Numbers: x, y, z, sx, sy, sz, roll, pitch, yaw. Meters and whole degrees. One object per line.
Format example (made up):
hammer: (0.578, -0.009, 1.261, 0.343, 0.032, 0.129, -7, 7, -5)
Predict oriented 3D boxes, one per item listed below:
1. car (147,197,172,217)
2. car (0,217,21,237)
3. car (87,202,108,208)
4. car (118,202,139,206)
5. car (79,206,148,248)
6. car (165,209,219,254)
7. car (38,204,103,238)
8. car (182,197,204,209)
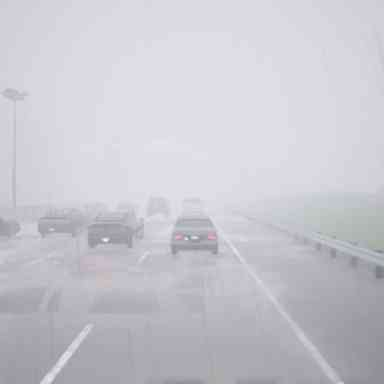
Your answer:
car: (-3.414, 1.523, 34.984, 2.150, 2.045, 5.566, 0, -1, 0)
car: (-10.406, 1.687, 15.997, 2.033, 1.411, 5.357, 0, 0, 0)
car: (-10.412, 1.805, 36.315, 2.128, 1.511, 4.902, 0, -1, 0)
car: (-6.912, 1.802, 35.999, 2.128, 1.511, 4.902, 0, -1, 0)
car: (-3.405, 1.640, 15.515, 1.837, 1.490, 4.892, 0, 0, 0)
car: (0.095, 1.670, 14.114, 2.033, 1.411, 5.357, 0, 0, 0)
car: (-6.906, 1.655, 18.811, 2.128, 1.511, 4.902, 0, 0, 0)
car: (0.088, 1.524, 35.115, 2.150, 2.045, 5.566, 0, -1, 0)
